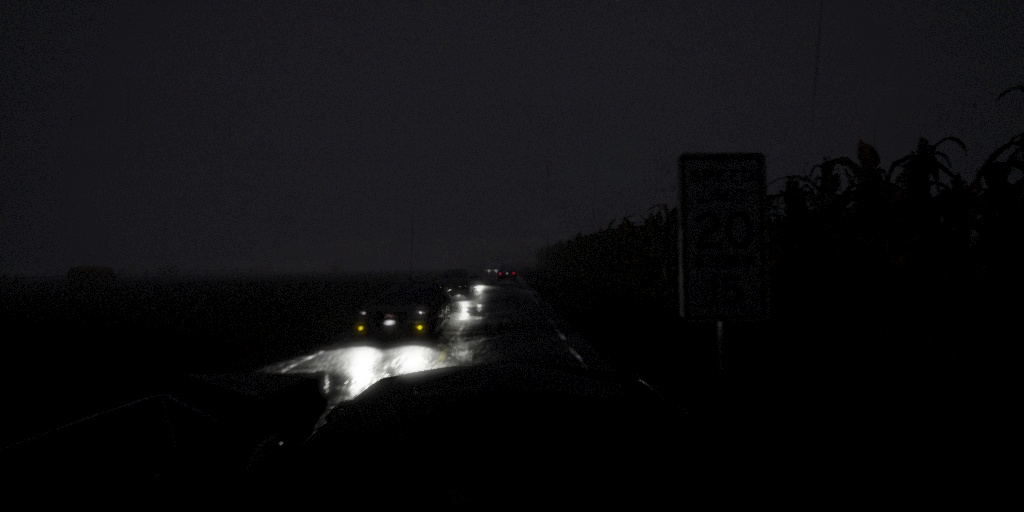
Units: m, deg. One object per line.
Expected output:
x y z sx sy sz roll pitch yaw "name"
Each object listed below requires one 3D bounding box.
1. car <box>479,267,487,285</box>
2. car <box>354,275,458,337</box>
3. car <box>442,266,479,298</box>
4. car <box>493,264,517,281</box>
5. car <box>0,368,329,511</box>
-3.313 1.625 30.609 1.812 1.442 4.674 -1 -1 -1 "car"
-2.970 1.439 10.615 1.994 1.385 4.181 -1 -1 -1 "car"
-3.149 1.487 20.294 1.837 1.490 4.892 -1 -1 -1 "car"
-0.483 1.668 34.886 2.033 1.411 5.357 -1 -1 -1 "car"
-2.829 1.375 1.466 1.895 1.301 4.718 -1 -1 0 "car"
